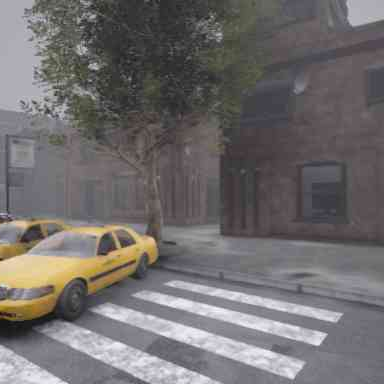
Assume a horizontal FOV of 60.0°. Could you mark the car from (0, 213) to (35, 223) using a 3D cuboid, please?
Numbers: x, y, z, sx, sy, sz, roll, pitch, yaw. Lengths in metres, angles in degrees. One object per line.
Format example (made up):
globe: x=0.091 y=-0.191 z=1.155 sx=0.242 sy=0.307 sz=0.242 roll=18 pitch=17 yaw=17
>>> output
car: x=-4.911 y=1.481 z=9.394 sx=1.946 sy=1.575 sz=5.366 roll=1 pitch=-1 yaw=16

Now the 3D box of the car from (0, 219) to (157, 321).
car: x=-2.471 y=1.481 z=7.647 sx=1.946 sy=1.575 sz=5.366 roll=1 pitch=-1 yaw=16
